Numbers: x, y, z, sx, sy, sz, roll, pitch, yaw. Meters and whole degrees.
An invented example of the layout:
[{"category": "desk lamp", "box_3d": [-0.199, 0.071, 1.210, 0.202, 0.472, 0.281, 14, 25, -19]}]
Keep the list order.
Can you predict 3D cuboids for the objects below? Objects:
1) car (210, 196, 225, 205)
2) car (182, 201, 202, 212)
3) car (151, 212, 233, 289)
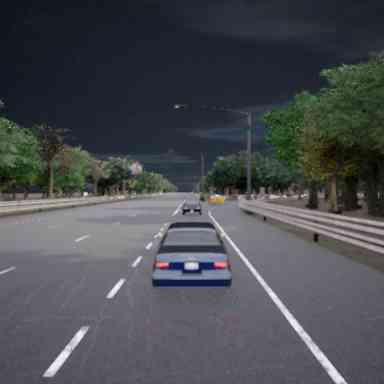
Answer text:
[{"category": "car", "box_3d": [4.484, 1.383, 57.840, 1.882, 1.535, 5.008, 0, 0, 18]}, {"category": "car", "box_3d": [0.082, 1.538, 33.939, 1.895, 1.301, 4.718, 0, 0, 2]}, {"category": "car", "box_3d": [-0.009, 1.530, 9.197, 2.033, 1.411, 5.357, 0, 0, 0]}]
